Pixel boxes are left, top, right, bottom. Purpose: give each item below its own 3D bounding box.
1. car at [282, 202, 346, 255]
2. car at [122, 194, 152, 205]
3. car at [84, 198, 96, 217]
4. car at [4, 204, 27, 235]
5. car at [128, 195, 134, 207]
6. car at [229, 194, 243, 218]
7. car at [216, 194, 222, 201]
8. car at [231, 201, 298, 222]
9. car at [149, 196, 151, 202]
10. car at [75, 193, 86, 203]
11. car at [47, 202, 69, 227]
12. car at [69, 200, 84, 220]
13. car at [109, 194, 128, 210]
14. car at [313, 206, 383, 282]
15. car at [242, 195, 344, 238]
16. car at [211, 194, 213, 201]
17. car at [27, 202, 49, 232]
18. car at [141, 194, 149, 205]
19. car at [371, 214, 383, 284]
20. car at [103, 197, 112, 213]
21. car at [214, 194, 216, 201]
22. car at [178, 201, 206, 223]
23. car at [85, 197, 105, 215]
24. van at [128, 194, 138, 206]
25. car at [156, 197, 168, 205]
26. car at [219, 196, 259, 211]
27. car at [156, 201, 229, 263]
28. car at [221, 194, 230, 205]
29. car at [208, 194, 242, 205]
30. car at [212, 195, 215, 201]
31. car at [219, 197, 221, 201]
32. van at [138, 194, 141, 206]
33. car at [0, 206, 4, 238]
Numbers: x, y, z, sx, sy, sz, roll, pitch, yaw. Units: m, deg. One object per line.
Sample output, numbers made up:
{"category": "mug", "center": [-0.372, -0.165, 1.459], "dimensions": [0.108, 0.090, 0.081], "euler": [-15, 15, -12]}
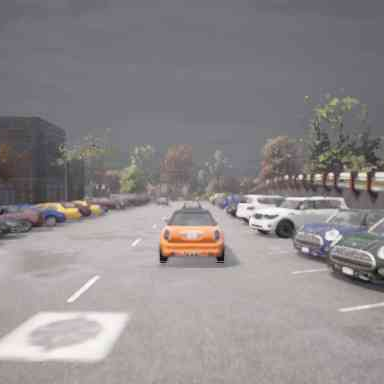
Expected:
{"category": "car", "center": [5.946, 1.388, 11.997], "dimensions": [4.553, 1.767, 2.185], "euler": [1, 0, -20]}
{"category": "car", "center": [-11.004, 1.382, 66.429], "dimensions": [5.566, 2.045, 2.435], "euler": [-1, 0, -20]}
{"category": "car", "center": [-11.013, 1.552, 27.985], "dimensions": [5.008, 1.535, 2.097], "euler": [-1, 0, -20]}
{"category": "car", "center": [-11.025, 1.527, 16.140], "dimensions": [4.892, 1.521, 2.231], "euler": [-1, 0, -20]}
{"category": "car", "center": [-10.997, 1.593, 45.741], "dimensions": [4.892, 1.521, 2.231], "euler": [-1, 0, -20]}
{"category": "car", "center": [5.963, 1.290, 24.084], "dimensions": [5.566, 2.045, 2.435], "euler": [1, 0, -20]}
{"category": "car", "center": [5.970, 1.317, 36.174], "dimensions": [5.566, 2.045, 2.435], "euler": [1, 0, -20]}
{"category": "car", "center": [5.919, 1.549, 27.104], "dimensions": [4.892, 1.521, 2.231], "euler": [1, 0, -20]}
{"category": "car", "center": [-10.964, 1.370, 60.545], "dimensions": [5.566, 2.045, 2.435], "euler": [-1, 0, -20]}
{"category": "car", "center": [-26.651, 1.413, 79.810], "dimensions": [2.435, 2.045, 5.566], "euler": [0, 1, -19]}
{"category": "car", "center": [-11.015, 1.539, 22.055], "dimensions": [5.008, 1.535, 2.097], "euler": [-1, 0, -20]}
{"category": "car", "center": [-11.186, 1.545, 24.951], "dimensions": [5.366, 1.575, 1.946], "euler": [-1, 0, -20]}
{"category": "car", "center": [-11.031, 1.461, 42.766], "dimensions": [4.553, 1.767, 2.185], "euler": [-1, 0, -20]}
{"category": "car", "center": [5.950, 1.381, 8.970], "dimensions": [4.553, 1.767, 2.185], "euler": [1, 0, -20]}
{"category": "car", "center": [5.903, 1.275, 18.017], "dimensions": [5.566, 2.045, 2.435], "euler": [1, 0, -20]}
{"category": "car", "center": [5.991, 1.482, 54.300], "dimensions": [4.553, 1.767, 2.185], "euler": [1, 0, -20]}
{"category": "car", "center": [-11.045, 1.562, 19.089], "dimensions": [4.792, 1.488, 2.163], "euler": [-1, 0, -20]}
{"category": "car", "center": [-10.968, 1.365, 57.585], "dimensions": [5.566, 2.045, 2.435], "euler": [-1, 0, -20]}
{"category": "car", "center": [5.887, 1.374, 5.932], "dimensions": [4.553, 1.767, 2.185], "euler": [1, 0, -20]}
{"category": "car", "center": [-10.984, 1.595, 33.915], "dimensions": [4.792, 1.488, 2.163], "euler": [-1, 0, -20]}
{"category": "car", "center": [5.912, 1.462, 45.229], "dimensions": [4.553, 1.767, 2.185], "euler": [1, 0, -20]}
{"category": "car", "center": [0.033, 1.555, 27.385], "dimensions": [2.128, 1.511, 4.902], "euler": [0, 0, 1]}
{"category": "car", "center": [-11.180, 1.559, 30.869], "dimensions": [5.366, 1.575, 1.946], "euler": [-1, 0, -20]}
{"category": "van", "center": [-11.105, 1.380, 51.609], "dimensions": [4.442, 1.987, 1.878], "euler": [-1, 0, -20]}
{"category": "car", "center": [-5.048, 1.653, 56.835], "dimensions": [1.812, 1.442, 4.674], "euler": [0, 0, 0]}
{"category": "car", "center": [5.917, 1.456, 42.200], "dimensions": [4.553, 1.767, 2.185], "euler": [1, 0, -20]}
{"category": "car", "center": [0.019, 1.380, 12.299], "dimensions": [2.097, 1.767, 4.553], "euler": [0, 0, 1]}
{"category": "car", "center": [5.906, 1.303, 30.112], "dimensions": [5.566, 2.045, 2.435], "euler": [1, 0, -20]}
{"category": "car", "center": [5.984, 1.368, 60.359], "dimensions": [5.566, 2.045, 2.435], "euler": [1, 0, -20]}
{"category": "car", "center": [5.958, 1.596, 48.249], "dimensions": [4.892, 1.521, 2.231], "euler": [1, 0, -20]}
{"category": "car", "center": [5.764, 1.556, 33.074], "dimensions": [5.366, 1.575, 1.946], "euler": [1, 0, -20]}
{"category": "van", "center": [-11.102, 1.386, 54.568], "dimensions": [4.442, 1.987, 1.878], "euler": [-1, 0, -20]}
{"category": "car", "center": [-10.856, 1.514, 13.256], "dimensions": [5.366, 1.575, 1.946], "euler": [-1, 0, -20]}
